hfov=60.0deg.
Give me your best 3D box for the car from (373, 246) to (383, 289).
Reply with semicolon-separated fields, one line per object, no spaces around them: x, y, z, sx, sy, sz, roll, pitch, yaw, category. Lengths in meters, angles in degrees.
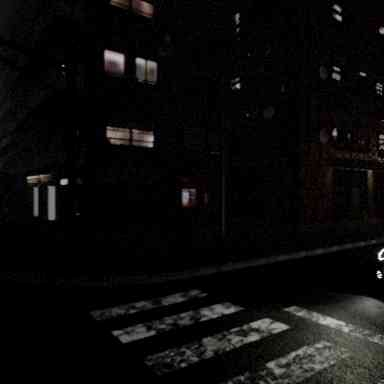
6.212;1.348;7.765;4.553;1.767;2.097;0;0;-36;car
